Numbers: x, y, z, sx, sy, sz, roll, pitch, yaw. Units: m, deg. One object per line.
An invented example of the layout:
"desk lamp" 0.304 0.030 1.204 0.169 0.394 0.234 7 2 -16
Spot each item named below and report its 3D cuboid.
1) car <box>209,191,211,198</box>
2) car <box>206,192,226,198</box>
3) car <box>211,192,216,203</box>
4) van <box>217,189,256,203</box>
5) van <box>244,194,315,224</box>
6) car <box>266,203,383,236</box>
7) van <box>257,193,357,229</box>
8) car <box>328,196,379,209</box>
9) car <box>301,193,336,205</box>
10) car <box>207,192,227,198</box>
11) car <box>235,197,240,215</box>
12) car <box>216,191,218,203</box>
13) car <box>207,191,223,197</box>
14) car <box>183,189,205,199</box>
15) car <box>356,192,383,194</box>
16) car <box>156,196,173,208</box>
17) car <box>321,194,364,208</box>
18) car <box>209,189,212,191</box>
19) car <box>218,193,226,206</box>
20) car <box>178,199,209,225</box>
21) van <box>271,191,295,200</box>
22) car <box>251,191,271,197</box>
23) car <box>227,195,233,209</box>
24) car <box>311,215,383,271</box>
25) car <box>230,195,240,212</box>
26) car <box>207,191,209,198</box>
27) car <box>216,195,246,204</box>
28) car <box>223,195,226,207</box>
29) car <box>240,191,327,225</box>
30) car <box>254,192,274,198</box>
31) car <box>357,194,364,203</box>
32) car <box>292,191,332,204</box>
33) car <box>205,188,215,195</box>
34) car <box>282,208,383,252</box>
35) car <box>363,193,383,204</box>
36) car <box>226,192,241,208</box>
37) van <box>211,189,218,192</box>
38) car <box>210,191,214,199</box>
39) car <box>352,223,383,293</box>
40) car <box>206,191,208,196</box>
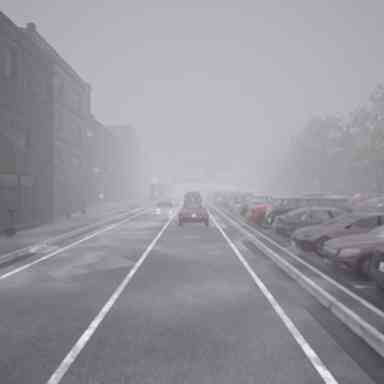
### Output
"car" 6.278 1.029 64.901 4.892 1.521 2.231 0 1 0
"car" 6.346 0.776 87.178 5.008 1.535 2.097 0 1 0
"car" 6.036 1.151 50.985 5.366 1.575 1.946 0 0 0
"van" 6.085 0.975 45.479 4.442 1.987 1.878 0 1 0
"van" 6.005 1.148 23.150 4.442 1.987 1.878 0 0 0
"car" 6.085 1.434 14.803 4.892 1.521 2.231 0 0 0
"van" 5.986 1.186 17.709 4.442 1.987 1.878 0 0 0
"car" 19.266 1.246 39.824 5.008 1.535 2.097 0 0 0
"car" 19.270 1.027 50.962 4.553 1.767 2.185 0 0 0
"car" 6.337 0.823 84.389 5.008 1.535 2.097 0 1 0
"car" 6.125 1.354 25.935 4.892 1.521 2.231 0 0 0
"car" 6.181 1.052 48.200 4.553 1.767 2.185 0 0 0
"car" 6.403 0.531 92.750 4.553 1.767 2.185 0 1 0
"car" 0.104 0.942 41.116 2.150 2.045 5.566 0 1 0
"car" 19.224 1.017 37.036 5.566 2.045 2.435 0 0 0
"car" -3.340 1.240 41.671 1.812 1.442 4.674 0 0 0
"car" 19.240 1.098 42.608 4.553 1.767 2.185 0 0 0
"car" 6.251 0.874 67.808 4.553 1.767 2.185 0 1 0
"car" 6.163 1.254 42.635 4.792 1.488 2.163 0 0 0
"car" 0.104 1.416 22.670 1.994 1.385 4.181 0 0 0
"van" 19.255 0.747 70.455 4.442 1.987 1.878 0 1 0
"car" 19.267 0.648 92.879 5.366 1.575 1.946 0 1 0
"car" 6.158 1.313 31.501 4.892 1.521 2.231 0 0 0
"car" 6.074 1.512 9.236 4.674 1.452 2.002 0 0 0
"car" 6.327 1.330 28.718 5.366 1.575 1.946 0 0 0
"car" 6.477 0.971 70.467 5.366 1.575 1.946 0 1 0
"car" 6.234 1.170 53.768 4.674 1.452 2.002 0 1 0
"car" 6.174 1.309 37.069 4.674 1.452 2.002 0 0 0
"car" 6.083 1.142 20.367 5.566 2.045 2.435 0 0 0
"car" 19.448 0.716 90.089 5.008 1.535 2.097 0 1 0
"car" 19.248 1.292 34.254 4.892 1.521 2.231 0 0 0
"car" 19.283 0.878 53.745 5.566 2.045 2.435 0 1 0
"car" 6.340 0.669 76.031 5.566 2.045 2.435 0 1 0
"car" 6.052 1.482 12.019 4.792 1.488 2.163 0 0 0
"car" 19.263 1.186 31.467 4.553 1.767 2.185 0 0 0
"car" 6.130 1.166 34.285 4.553 1.767 2.185 0 0 0
"van" 6.379 0.828 62.115 4.442 1.987 1.878 0 1 0
"car" 6.257 1.079 59.334 5.008 1.535 2.097 0 1 0
"car" 6.091 1.522 6.453 4.792 1.488 2.163 0 0 0
"car" 6.297 0.947 73.250 5.008 1.535 2.097 0 1 0
